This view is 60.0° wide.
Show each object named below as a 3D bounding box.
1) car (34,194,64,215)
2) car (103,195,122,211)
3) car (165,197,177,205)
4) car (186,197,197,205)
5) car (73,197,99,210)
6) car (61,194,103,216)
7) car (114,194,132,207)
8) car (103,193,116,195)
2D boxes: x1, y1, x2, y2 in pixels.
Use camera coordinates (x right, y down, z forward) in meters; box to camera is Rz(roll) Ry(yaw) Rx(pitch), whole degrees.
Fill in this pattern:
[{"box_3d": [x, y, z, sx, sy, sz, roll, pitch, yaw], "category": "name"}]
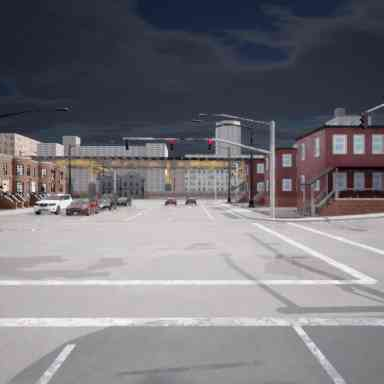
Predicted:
[{"box_3d": [-14.187, 1.222, 34.450, 2.150, 2.045, 5.566, 0, 0, 0], "category": "car"}, {"box_3d": [-10.702, 1.491, 41.772, 2.128, 1.511, 4.902, 0, 0, 0], "category": "car"}, {"box_3d": [-3.542, 1.526, 56.727, 1.812, 1.442, 4.674, 0, 0, 0], "category": "car"}, {"box_3d": [-0.147, 1.526, 58.543, 1.812, 1.442, 4.674, 0, 0, 0], "category": "car"}, {"box_3d": [-14.207, 1.478, 44.939, 1.882, 1.535, 5.008, 0, 0, 0], "category": "car"}, {"box_3d": [-10.672, 1.352, 32.624, 2.097, 1.767, 4.553, 0, 0, 0], "category": "car"}, {"box_3d": [-10.711, 1.477, 52.014, 1.882, 1.535, 5.008, 0, 0, 0], "category": "car"}, {"box_3d": [-14.200, 1.224, 56.924, 2.150, 2.045, 5.566, 0, 0, 0], "category": "car"}]
